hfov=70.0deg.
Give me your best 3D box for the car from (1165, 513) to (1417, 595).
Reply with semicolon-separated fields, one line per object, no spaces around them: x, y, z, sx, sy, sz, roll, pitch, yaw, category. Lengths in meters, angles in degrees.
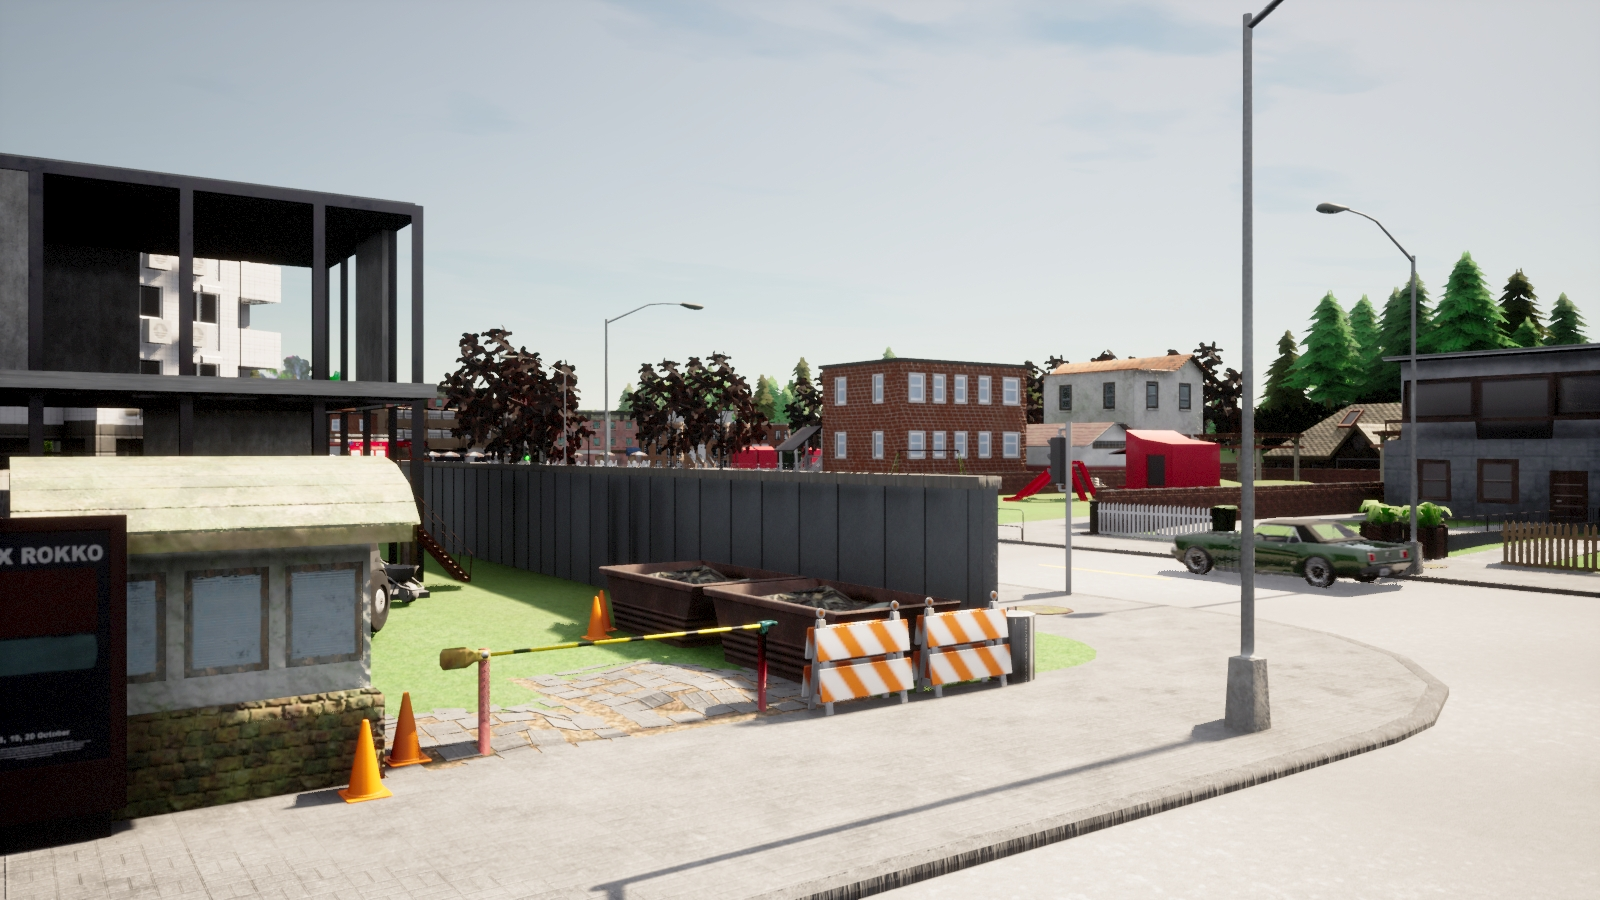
10.412;2.146;24.595;1.895;1.301;4.718;0;0;-34;car
